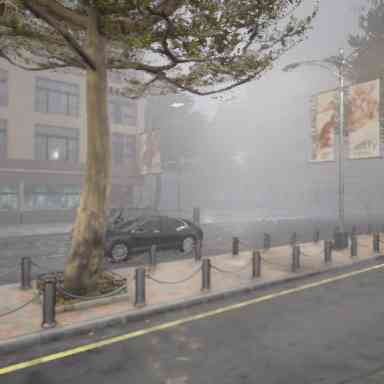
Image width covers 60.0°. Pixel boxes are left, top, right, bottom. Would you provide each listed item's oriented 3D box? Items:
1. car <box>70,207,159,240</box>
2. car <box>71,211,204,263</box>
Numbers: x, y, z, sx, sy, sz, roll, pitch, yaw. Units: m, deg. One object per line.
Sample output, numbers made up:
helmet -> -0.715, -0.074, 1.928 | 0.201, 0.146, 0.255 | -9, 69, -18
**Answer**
car -> -3.350, 1.525, 15.910 | 4.553, 1.767, 2.097 | 1, -1, -37
car -> -1.767, 1.646, 12.717 | 4.892, 1.490, 1.837 | 1, -1, -37
